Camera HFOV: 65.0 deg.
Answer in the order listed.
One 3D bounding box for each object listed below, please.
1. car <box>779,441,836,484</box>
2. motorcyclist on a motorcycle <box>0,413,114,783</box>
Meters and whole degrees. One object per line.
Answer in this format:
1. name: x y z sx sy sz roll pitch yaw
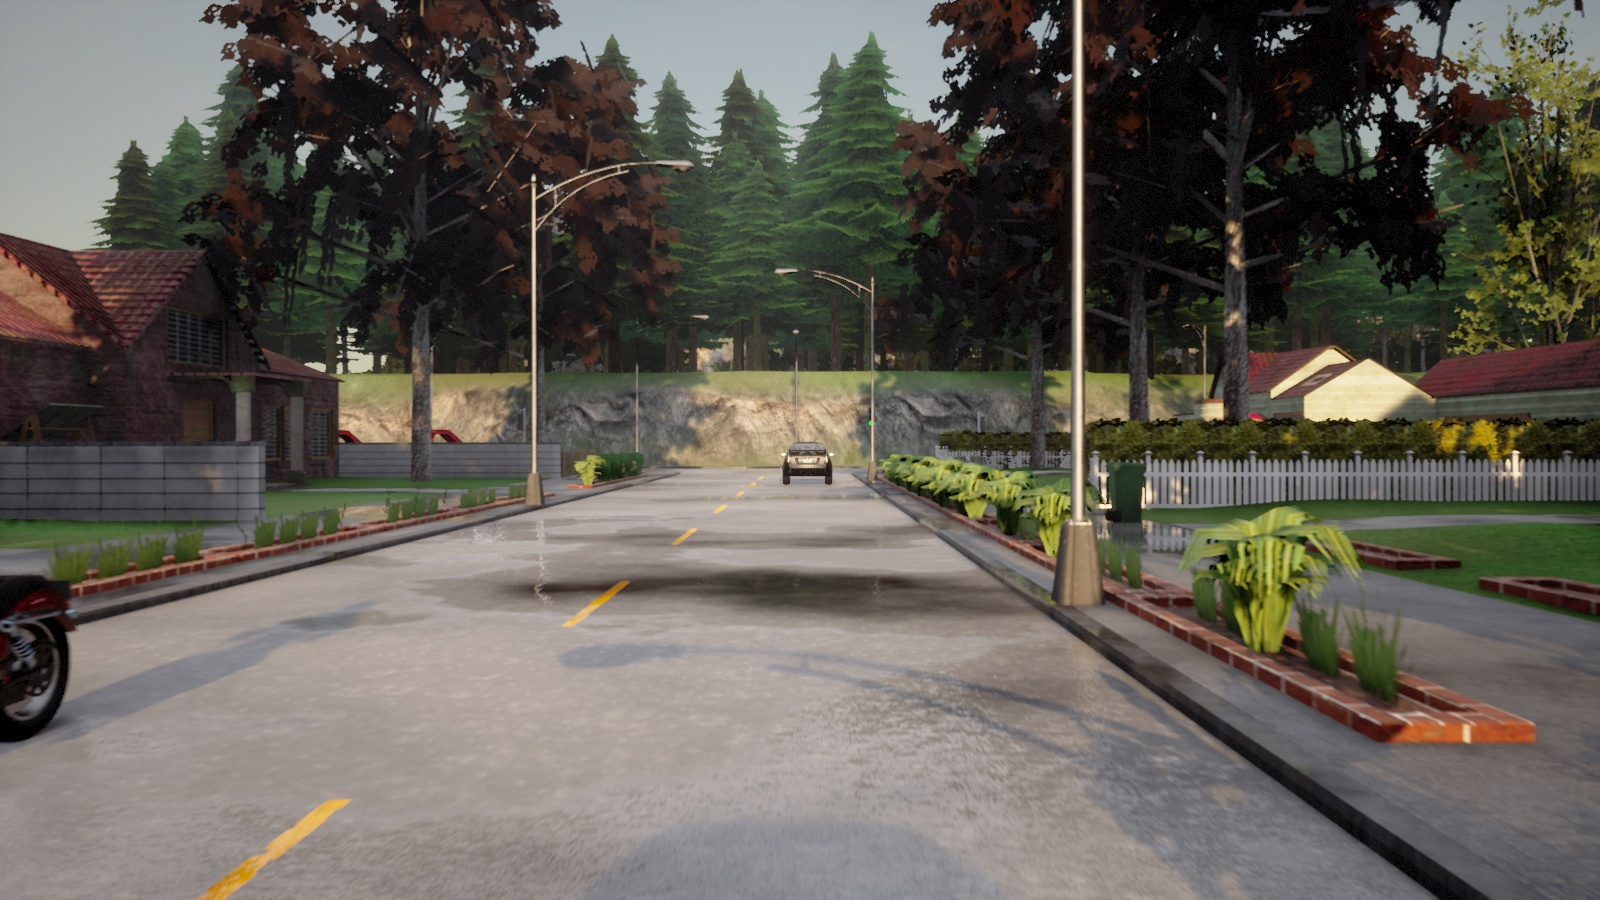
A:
1. car: 0.280 0.431 46.651 2.007 1.525 4.514 0 0 0
2. motorcyclist on a motorcycle: -3.954 0.664 5.345 0.766 1.649 2.350 0 0 0
